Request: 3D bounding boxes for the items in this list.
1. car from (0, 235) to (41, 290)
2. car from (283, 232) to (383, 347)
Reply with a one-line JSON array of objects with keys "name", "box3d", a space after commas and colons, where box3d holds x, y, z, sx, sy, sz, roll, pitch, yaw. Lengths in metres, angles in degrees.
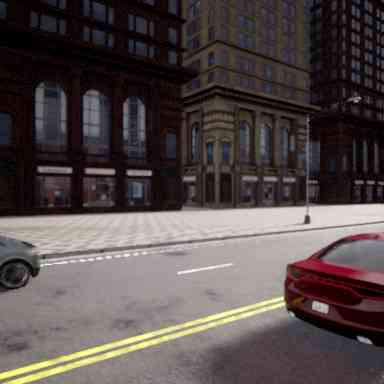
[{"name": "car", "box3d": [-5.744, 1.563, 7.572, 4.181, 1.385, 1.994, 0, 0, -36]}, {"name": "car", "box3d": [3.846, 1.499, 6.185, 5.008, 1.535, 1.882, 0, 0, -35]}]
